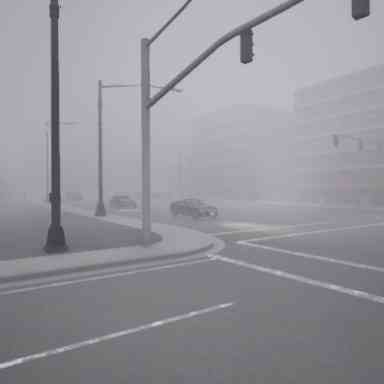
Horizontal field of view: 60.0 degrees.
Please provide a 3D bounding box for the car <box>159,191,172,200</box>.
[{"bbox_3d":[-5.211,0.648,58.349,2.128,1.511,4.902,0,1,-34],"label":"car"}]

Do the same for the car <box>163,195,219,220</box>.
[{"bbox_3d":[0.085,1.253,25.640,2.128,1.511,4.902,-1,1,-34],"label":"car"}]

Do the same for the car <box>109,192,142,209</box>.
[{"bbox_3d":[-7.745,1.071,37.089,1.812,1.442,4.674,0,2,-34],"label":"car"}]

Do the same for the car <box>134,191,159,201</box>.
[{"bbox_3d":[-8.100,0.659,56.372,1.882,1.535,5.008,0,1,-34],"label":"car"}]

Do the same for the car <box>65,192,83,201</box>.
[{"bbox_3d":[-19.090,0.662,53.834,1.882,1.535,5.008,0,1,-34],"label":"car"}]

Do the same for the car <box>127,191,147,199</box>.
[{"bbox_3d":[-11.099,0.539,66.953,2.033,1.411,5.357,0,1,-34],"label":"car"}]
